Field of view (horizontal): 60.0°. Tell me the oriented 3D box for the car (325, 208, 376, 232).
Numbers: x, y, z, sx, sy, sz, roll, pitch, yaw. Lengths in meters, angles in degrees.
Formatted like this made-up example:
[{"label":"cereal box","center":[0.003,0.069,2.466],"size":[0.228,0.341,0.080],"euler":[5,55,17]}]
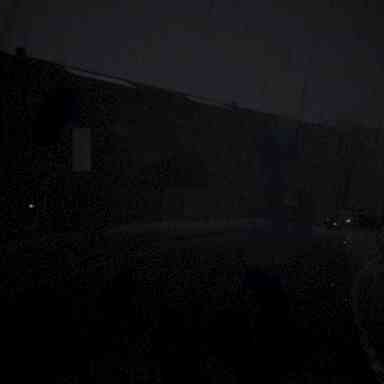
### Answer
[{"label":"car","center":[11.064,1.845,23.013],"size":[4.674,1.442,1.812],"euler":[2,0,-40]}]
